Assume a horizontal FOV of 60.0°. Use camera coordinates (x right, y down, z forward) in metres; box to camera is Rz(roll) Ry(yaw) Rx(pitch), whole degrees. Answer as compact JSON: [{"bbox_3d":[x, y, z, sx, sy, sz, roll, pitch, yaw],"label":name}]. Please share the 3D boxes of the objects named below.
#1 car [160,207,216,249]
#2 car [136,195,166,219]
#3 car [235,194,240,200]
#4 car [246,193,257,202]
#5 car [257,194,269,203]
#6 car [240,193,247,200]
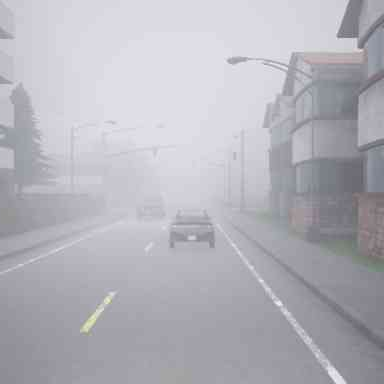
[{"bbox_3d":[0.000,1.494,14.650,2.128,1.511,4.902,0,0,0],"label":"car"},{"bbox_3d":[-3.500,1.325,29.580,2.150,2.045,5.566,0,0,0],"label":"car"},{"bbox_3d":[13.751,1.111,82.772,4.605,1.855,1.932,0,0,0],"label":"car"},{"bbox_3d":[14.165,1.168,67.072,5.027,1.636,2.152,0,0,0],"label":"car"},{"bbox_3d":[14.489,1.246,60.655,3.806,1.475,1.970,0,0,0],"label":"car"},{"bbox_3d":[14.164,1.091,79.867,3.866,1.878,1.905,0,0,0],"label":"car"}]
